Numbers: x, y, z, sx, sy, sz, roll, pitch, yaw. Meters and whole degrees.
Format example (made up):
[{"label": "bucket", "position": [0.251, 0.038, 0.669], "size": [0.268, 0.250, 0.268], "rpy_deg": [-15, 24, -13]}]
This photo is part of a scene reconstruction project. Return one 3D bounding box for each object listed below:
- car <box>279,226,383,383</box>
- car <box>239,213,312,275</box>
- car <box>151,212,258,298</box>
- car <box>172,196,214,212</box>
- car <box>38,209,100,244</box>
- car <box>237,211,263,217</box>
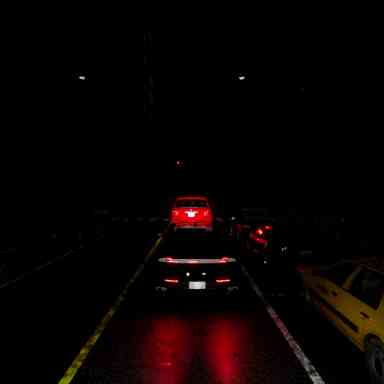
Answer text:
[{"label": "car", "position": [2.861, 1.524, 4.908], "size": [1.752, 1.417, 4.829], "rpy_deg": [-1, 0, 0]}, {"label": "car", "position": [2.855, 1.562, 10.325], "size": [1.947, 1.339, 4.313], "rpy_deg": [-1, 0, 0]}, {"label": "car", "position": [0.090, 1.489, 8.495], "size": [2.128, 1.511, 4.902], "rpy_deg": [0, 0, 0]}, {"label": "car", "position": [0.047, 1.214, 18.843], "size": [2.150, 2.045, 5.566], "rpy_deg": [0, 0, 2]}, {"label": "car", "position": [-5.696, 1.539, 15.898], "size": [1.887, 1.381, 4.507], "rpy_deg": [-1, 0, 0]}, {"label": "car", "position": [2.850, 1.576, 15.910], "size": [1.802, 1.307, 4.206], "rpy_deg": [-1, 0, 0]}]
